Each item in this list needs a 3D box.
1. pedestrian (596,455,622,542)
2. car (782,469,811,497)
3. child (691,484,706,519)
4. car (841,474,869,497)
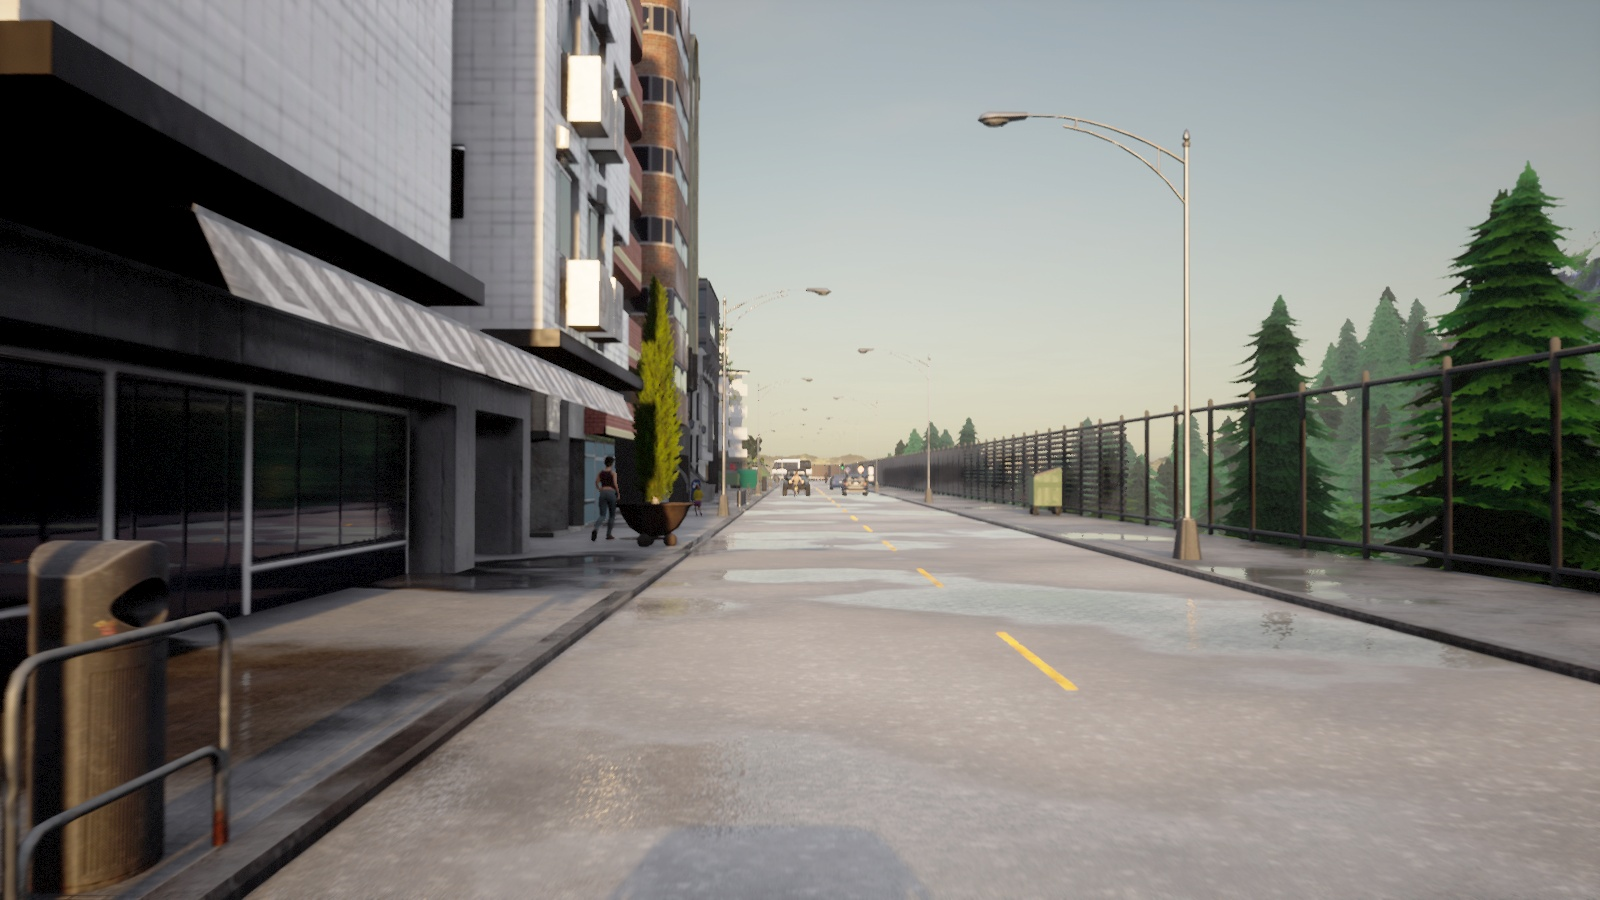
[{"bbox_3d":[-4.100,1.034,26.970,0.345,1.836,0.594,-1,-1,15],"label":"pedestrian"},{"bbox_3d":[-0.220,2.210,85.111,1.905,1.878,3.866,0,-1,0],"label":"car"},{"bbox_3d":[-3.363,1.701,41.603,0.299,1.160,0.473,0,-1,-29],"label":"child"},{"bbox_3d":[3.775,2.406,86.675,1.789,1.549,3.705,0,-1,0],"label":"car"}]
